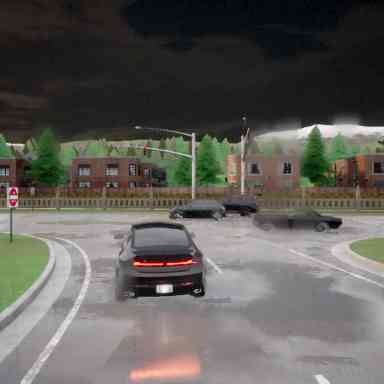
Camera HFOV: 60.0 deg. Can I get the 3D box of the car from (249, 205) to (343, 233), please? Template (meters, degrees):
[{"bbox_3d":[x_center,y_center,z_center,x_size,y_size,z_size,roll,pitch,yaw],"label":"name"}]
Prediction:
[{"bbox_3d":[5.831,1.601,18.956,4.718,1.301,1.895,0,0,6],"label":"car"}]

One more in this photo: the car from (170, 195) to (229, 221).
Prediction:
[{"bbox_3d":[0.472,1.352,26.556,4.553,1.767,2.097,0,0,6],"label":"car"}]

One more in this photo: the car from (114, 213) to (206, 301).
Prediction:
[{"bbox_3d":[-0.888,1.505,8.418,1.837,1.490,4.892,0,0,-9],"label":"car"}]

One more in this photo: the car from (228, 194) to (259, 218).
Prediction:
[{"bbox_3d":[3.259,1.221,29.784,5.566,2.045,2.150,0,0,6],"label":"car"}]
